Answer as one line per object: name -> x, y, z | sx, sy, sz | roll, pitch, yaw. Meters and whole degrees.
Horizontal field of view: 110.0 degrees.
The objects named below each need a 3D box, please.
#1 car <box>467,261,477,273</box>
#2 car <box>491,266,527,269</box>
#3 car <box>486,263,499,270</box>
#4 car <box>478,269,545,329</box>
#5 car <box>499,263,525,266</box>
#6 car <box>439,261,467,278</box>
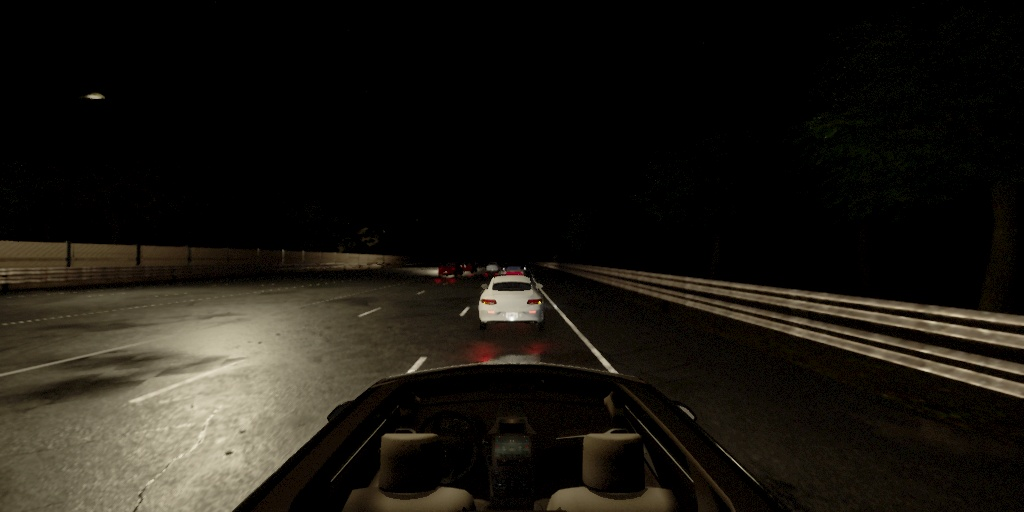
car -> -6.042, 1.444, 48.780 | 2.097, 1.767, 4.553 | 0, -1, 3
car -> 0.039, 1.423, 20.431 | 1.895, 1.301, 4.718 | 0, 0, 1
car -> -2.492, 1.621, 49.798 | 1.812, 1.442, 4.674 | 0, 0, 2
car -> -0.004, 1.318, 11.260 | 1.812, 1.442, 4.674 | 0, 0, 0
car -> 0.203, 1.432, 29.103 | 1.994, 1.385, 4.181 | 0, 0, 2
car -> -6.420, 1.457, 38.070 | 1.882, 1.535, 5.008 | 0, -1, 2
